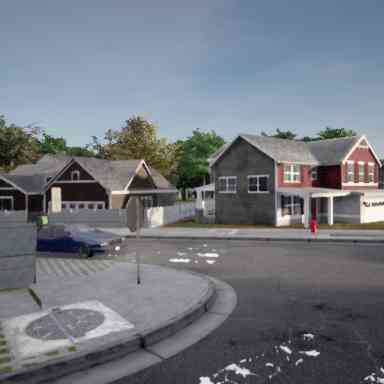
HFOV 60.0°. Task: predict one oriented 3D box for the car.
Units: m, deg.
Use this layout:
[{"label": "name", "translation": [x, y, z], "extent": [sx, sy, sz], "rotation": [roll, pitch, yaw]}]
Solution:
[{"label": "car", "translation": [-5.665, 2.084, 15.102], "extent": [5.357, 1.411, 2.033], "rotation": [-2, 0, 21]}]
